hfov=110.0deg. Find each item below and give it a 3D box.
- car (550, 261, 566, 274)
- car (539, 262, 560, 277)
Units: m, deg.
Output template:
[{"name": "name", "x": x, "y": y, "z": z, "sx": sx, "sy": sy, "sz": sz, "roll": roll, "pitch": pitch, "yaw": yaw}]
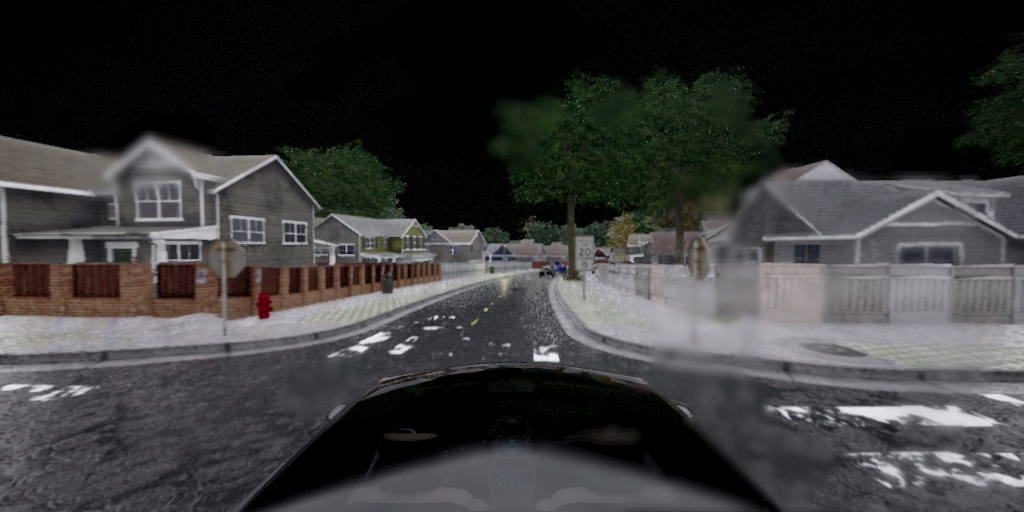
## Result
[{"name": "car", "x": 7.126, "y": 1.762, "z": 56.150, "sx": 2.150, "sy": 2.045, "sz": 5.566, "roll": 0, "pitch": -1, "yaw": 16}, {"name": "car", "x": 4.642, "y": 1.911, "z": 46.093, "sx": 1.837, "sy": 1.490, "sz": 4.892, "roll": 0, "pitch": -1, "yaw": 14}]
